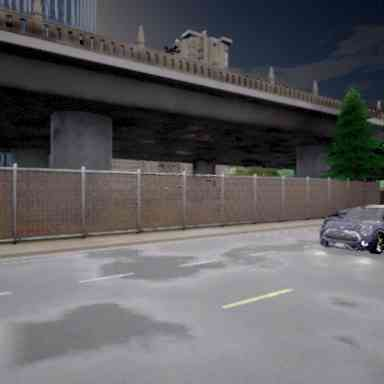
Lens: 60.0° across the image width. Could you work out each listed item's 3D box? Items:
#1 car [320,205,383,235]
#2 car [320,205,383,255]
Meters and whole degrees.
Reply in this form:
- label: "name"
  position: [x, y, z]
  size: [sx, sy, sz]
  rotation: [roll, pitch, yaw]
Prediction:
- label: "car"
  position: [9.611, 1.545, 19.465]
  size: [4.181, 1.385, 1.994]
  rotation: [0, 0, -36]
- label: "car"
  position: [7.193, 1.339, 13.422]
  size: [4.553, 1.767, 2.097]
  rotation: [0, 0, -36]
